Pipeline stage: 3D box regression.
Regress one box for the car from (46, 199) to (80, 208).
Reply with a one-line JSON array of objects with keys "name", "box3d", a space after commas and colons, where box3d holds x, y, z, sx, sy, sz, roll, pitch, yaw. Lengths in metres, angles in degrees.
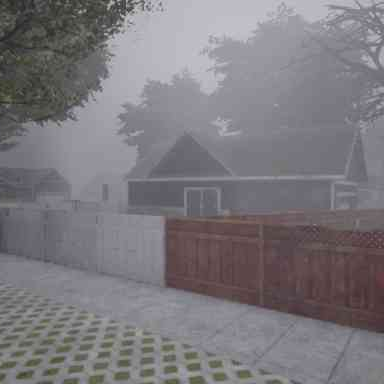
[{"name": "car", "box3d": [-13.897, 1.570, 36.182, 1.837, 1.490, 4.892, 1, 0, 35]}]
